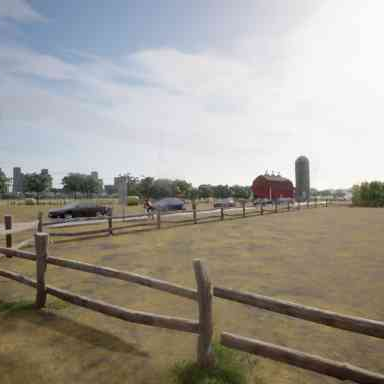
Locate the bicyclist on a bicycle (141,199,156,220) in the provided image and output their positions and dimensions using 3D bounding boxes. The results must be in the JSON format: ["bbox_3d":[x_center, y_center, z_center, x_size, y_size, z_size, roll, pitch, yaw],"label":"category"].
[{"bbox_3d":[-3.522,1.419,26.545,1.656,1.620,0.582,0,0,35],"label":"bicyclist on a bicycle"}]

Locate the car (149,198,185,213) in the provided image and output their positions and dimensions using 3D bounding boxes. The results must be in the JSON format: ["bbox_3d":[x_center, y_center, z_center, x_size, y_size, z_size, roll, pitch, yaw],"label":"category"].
[{"bbox_3d":[-2.804,1.472,37.899,2.097,1.767,4.553,-2,-1,35],"label":"car"}]

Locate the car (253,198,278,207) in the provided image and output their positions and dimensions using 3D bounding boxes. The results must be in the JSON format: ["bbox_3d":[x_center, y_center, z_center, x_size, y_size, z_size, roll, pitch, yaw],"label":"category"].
[{"bbox_3d":[11.542,1.680,53.012,1.895,1.301,4.718,-2,-2,35],"label":"car"}]

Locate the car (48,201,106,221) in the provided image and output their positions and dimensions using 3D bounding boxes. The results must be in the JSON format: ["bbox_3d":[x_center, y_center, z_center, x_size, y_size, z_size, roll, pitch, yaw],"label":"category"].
[{"bbox_3d":[-9.655,1.579,28.236,1.882,1.535,5.008,-2,-1,35],"label":"car"}]

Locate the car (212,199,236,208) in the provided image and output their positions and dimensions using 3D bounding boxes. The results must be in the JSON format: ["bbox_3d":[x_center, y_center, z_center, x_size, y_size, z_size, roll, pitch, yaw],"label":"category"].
[{"bbox_3d":[4.639,1.704,48.322,1.994,1.385,4.181,-2,-1,35],"label":"car"}]

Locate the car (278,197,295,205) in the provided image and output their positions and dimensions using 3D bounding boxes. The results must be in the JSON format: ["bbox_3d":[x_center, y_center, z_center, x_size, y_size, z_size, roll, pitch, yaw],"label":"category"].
[{"bbox_3d":[17.303,1.688,61.112,2.033,1.411,5.357,-2,-2,35],"label":"car"}]
